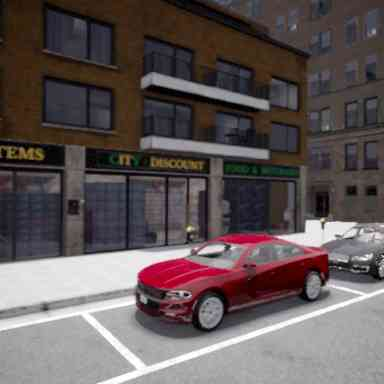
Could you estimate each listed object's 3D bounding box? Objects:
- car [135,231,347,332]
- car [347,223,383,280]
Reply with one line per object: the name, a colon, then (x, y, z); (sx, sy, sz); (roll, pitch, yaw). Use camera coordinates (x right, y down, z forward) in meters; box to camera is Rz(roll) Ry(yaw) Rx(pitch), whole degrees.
car: (1.022, 1.594, 6.912); (4.507, 1.381, 1.887); (1, 0, -35)
car: (5.650, 1.659, 10.208); (4.403, 1.369, 2.008); (1, 0, -35)
